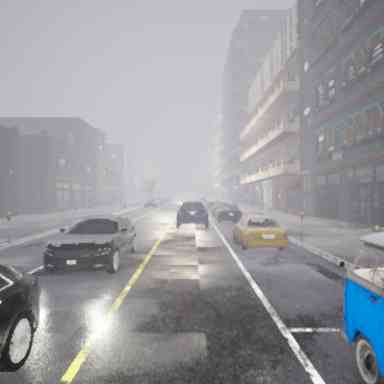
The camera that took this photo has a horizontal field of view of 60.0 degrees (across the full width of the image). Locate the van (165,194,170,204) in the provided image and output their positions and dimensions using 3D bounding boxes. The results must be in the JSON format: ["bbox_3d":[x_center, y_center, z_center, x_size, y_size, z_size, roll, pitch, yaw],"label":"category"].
[{"bbox_3d":[-5.689,1.309,64.002,1.690,1.788,3.998,1,0,0],"label":"van"}]

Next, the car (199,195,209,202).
[{"bbox_3d":[2.686,1.505,75.206,2.008,1.369,4.403,1,0,0],"label":"car"}]

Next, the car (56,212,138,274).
[{"bbox_3d":[-3.003,1.479,10.788,1.882,1.535,5.008,0,0,0],"label":"car"}]

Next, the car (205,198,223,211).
[{"bbox_3d":[2.693,1.533,41.724,1.887,1.381,4.507,1,0,0],"label":"car"}]

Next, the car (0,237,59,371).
[{"bbox_3d":[-3.089,1.506,2.865,1.837,1.490,4.892,0,0,0],"label":"car"}]

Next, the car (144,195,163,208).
[{"bbox_3d":[-5.689,1.550,47.261,1.947,1.339,4.313,1,0,0],"label":"car"}]

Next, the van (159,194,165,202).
[{"bbox_3d":[-5.686,1.320,52.842,1.690,1.788,3.998,1,0,0],"label":"van"}]

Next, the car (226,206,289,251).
[{"bbox_3d":[2.699,1.527,13.989,1.752,1.417,4.829,1,0,0],"label":"car"}]

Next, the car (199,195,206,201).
[{"bbox_3d":[2.683,1.519,86.369,1.802,1.307,4.206,1,0,0],"label":"car"}]

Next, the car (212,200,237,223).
[{"bbox_3d":[2.696,1.564,24.981,1.947,1.339,4.313,1,0,0],"label":"car"}]

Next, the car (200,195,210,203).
[{"bbox_3d":[2.689,1.402,69.626,1.967,1.590,4.097,1,0,0],"label":"car"}]

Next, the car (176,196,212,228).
[{"bbox_3d":[0.053,1.351,22.569,2.097,1.767,4.553,0,0,0],"label":"car"}]

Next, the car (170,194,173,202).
[{"bbox_3d":[-5.695,1.499,75.163,1.887,1.381,4.507,1,0,0],"label":"car"}]

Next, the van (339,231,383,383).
[{"bbox_3d":[2.704,1.342,2.659,1.690,1.788,3.998,1,0,0],"label":"van"}]

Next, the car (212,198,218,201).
[{"bbox_3d":[2.695,1.561,30.562,1.947,1.339,4.313,1,0,0],"label":"car"}]

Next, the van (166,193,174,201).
[{"bbox_3d":[-5.693,1.278,86.323,1.690,1.788,3.998,1,0,0],"label":"van"}]
